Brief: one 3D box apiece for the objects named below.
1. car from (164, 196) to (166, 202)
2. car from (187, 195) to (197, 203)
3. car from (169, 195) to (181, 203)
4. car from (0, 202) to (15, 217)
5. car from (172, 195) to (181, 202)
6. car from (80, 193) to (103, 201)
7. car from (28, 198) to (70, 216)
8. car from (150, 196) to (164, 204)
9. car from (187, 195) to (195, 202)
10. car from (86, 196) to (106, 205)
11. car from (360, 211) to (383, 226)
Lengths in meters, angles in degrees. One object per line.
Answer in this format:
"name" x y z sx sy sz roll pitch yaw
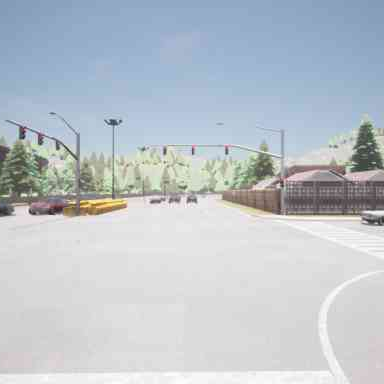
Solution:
"car" -7.134 1.583 77.925 1.895 1.301 4.718 0 0 0
"car" -0.014 1.339 66.608 2.097 1.767 4.553 0 0 0
"car" -3.510 1.340 66.330 2.097 1.767 4.553 0 0 -1
"car" -17.651 1.547 29.119 2.033 1.411 5.357 0 0 0
"car" -3.637 1.464 79.896 1.882 1.535 5.008 0 0 0
"car" -14.178 1.215 46.749 2.150 2.045 5.566 0 0 0
"car" -14.156 1.350 32.716 2.097 1.767 4.553 0 0 0
"car" -7.011 1.591 64.829 1.895 1.301 4.718 0 0 0
"car" -0.137 1.485 79.801 1.837 1.490 4.892 0 0 0
"car" -17.658 1.541 61.499 2.033 1.411 5.357 0 0 0
"car" 14.078 1.592 22.506 4.718 1.301 1.895 0 0 2
